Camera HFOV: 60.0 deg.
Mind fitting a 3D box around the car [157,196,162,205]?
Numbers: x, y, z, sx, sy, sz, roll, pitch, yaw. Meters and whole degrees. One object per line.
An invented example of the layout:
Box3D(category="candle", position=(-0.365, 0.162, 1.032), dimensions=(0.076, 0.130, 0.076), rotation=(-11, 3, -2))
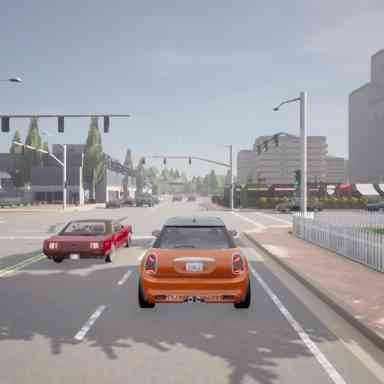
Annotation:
Box3D(category="car", position=(-7.111, 1.564, 60.520), dimensions=(1.994, 1.385, 4.181), rotation=(0, 0, 0))

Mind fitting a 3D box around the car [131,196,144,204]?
Box3D(category="car", position=(-10.588, 1.564, 64.997), dimensions=(1.994, 1.385, 4.181), rotation=(0, 0, 0))

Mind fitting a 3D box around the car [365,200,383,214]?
Box3D(category="car", position=(20.893, 1.478, 34.962), dimensions=(5.008, 1.535, 1.882), rotation=(0, 0, -2))

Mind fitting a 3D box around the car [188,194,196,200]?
Box3D(category="car", position=(-0.057, 1.398, 87.667), dimensions=(2.128, 1.511, 4.902), rotation=(0, 0, 0))

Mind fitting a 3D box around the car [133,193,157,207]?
Box3D(category="car", position=(-7.129, 1.221, 51.114), dimensions=(2.150, 2.045, 5.566), rotation=(0, 0, 1))

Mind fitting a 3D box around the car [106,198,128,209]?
Box3D(category="car", position=(-10.628, 1.564, 46.287), dimensions=(1.994, 1.385, 4.181), rotation=(0, 0, 0))

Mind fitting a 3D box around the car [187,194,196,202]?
Box3D(category="car", position=(-0.051, 1.531, 77.391), dimensions=(2.033, 1.411, 5.357), rotation=(0, 0, 0))

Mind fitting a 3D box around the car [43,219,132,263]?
Box3D(category="car", position=(-3.424, 1.601, 11.949), dimensions=(1.895, 1.301, 4.718), rotation=(0, 0, 0))

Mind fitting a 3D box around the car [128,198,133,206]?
Box3D(category="car", position=(-10.622, 1.601, 55.049), dimensions=(1.895, 1.301, 4.718), rotation=(0, 0, 0))

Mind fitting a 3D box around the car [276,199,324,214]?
Box3D(category="car", position=(11.249, 1.491, 34.718), dimensions=(4.902, 1.511, 2.128), rotation=(0, 0, -2))

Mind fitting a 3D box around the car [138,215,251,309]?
Box3D(category="car", position=(0.059, 1.352, 8.056), dimensions=(2.097, 1.767, 4.553), rotation=(0, 0, 0))

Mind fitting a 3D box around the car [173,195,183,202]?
Box3D(category="car", position=(-3.551, 1.513, 77.708), dimensions=(1.812, 1.442, 4.674), rotation=(0, 0, 0))

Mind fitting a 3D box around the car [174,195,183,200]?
Box3D(category="car", position=(-3.557, 1.425, 87.663), dimensions=(1.994, 1.385, 4.181), rotation=(0, 0, 0))

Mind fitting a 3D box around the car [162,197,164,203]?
Box3D(category="car", position=(-7.046, 1.524, 70.845), dimensions=(1.812, 1.442, 4.674), rotation=(0, 0, 0))
